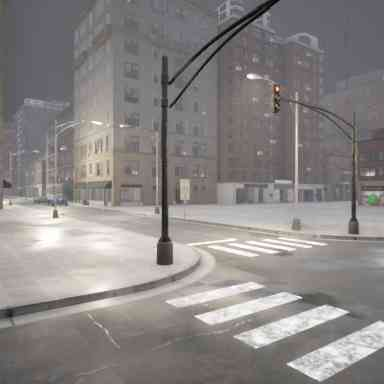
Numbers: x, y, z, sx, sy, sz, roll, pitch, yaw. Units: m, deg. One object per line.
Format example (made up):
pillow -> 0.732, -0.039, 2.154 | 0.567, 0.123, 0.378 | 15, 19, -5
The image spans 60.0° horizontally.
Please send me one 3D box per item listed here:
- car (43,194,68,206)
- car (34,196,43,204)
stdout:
car -> -19.624, 1.119, 48.205 | 2.097, 1.767, 4.553 | 0, 0, -36
car -> -25.417, 1.287, 56.319 | 1.994, 1.385, 4.181 | 0, 0, -36
